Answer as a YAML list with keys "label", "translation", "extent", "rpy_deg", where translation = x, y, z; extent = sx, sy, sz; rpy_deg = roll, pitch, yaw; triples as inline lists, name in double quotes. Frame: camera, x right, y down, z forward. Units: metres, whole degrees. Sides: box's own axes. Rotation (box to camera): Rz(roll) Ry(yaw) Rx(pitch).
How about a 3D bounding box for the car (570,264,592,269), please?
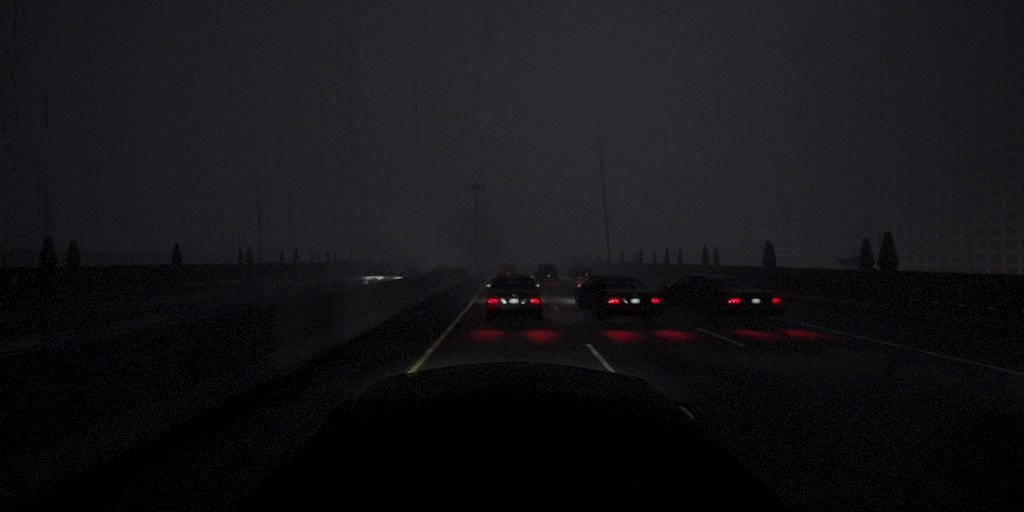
- label: "car"
  translation: [6.574, 1.461, 34.099]
  extent: [1.812, 1.442, 4.674]
  rpy_deg: [0, 0, -2]

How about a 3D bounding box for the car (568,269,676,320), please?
- label: "car"
  translation: [3.549, 1.362, 12.869]
  extent: [2.033, 1.411, 5.357]
  rpy_deg: [0, 0, 0]

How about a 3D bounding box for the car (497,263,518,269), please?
- label: "car"
  translation: [-0.432, 1.416, 34.568]
  extent: [1.882, 1.535, 5.008]
  rpy_deg: [0, 0, -2]

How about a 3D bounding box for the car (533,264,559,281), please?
- label: "car"
  translation: [3.109, 1.435, 33.096]
  extent: [1.837, 1.490, 4.892]
  rpy_deg: [0, 0, -2]

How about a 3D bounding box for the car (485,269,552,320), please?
- label: "car"
  translation: [0.049, 1.362, 12.872]
  extent: [2.033, 1.411, 5.357]
  rpy_deg: [0, 0, 0]

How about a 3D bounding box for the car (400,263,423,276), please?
- label: "car"
  translation: [-11.298, 1.499, 40.648]
  extent: [1.812, 1.442, 4.674]
  rpy_deg: [0, 0, -2]

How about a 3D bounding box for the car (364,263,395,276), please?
- label: "car"
  translation: [-14.794, 1.519, 40.398]
  extent: [2.033, 1.411, 5.357]
  rpy_deg: [0, 0, -2]

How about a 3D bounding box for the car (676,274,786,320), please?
- label: "car"
  translation: [7.049, 1.362, 12.881]
  extent: [2.033, 1.411, 5.357]
  rpy_deg: [0, 0, 0]

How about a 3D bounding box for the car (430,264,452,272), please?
- label: "car"
  translation: [-7.776, 1.569, 39.859]
  extent: [1.895, 1.301, 4.718]
  rpy_deg: [0, 0, -2]
